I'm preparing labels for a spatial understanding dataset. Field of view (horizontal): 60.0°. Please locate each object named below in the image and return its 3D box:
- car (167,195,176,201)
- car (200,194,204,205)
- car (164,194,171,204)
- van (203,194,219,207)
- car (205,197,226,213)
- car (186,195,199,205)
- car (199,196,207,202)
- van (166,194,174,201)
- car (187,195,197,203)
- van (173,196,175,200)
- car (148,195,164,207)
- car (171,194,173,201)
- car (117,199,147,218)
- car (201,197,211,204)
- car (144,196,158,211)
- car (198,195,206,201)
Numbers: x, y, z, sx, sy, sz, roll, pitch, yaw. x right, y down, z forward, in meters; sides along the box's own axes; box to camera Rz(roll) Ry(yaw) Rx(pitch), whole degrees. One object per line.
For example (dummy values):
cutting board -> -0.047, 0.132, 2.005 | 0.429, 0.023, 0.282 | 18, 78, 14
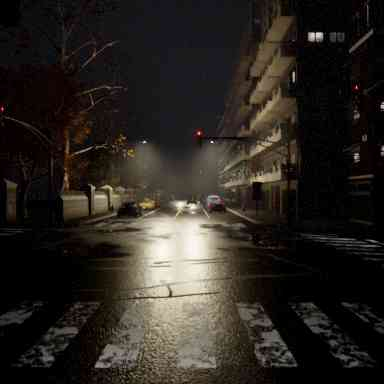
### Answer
car -> -5.690, 1.669, 92.757 | 2.008, 1.369, 4.403 | 0, 0, 0
car -> 2.692, 1.480, 53.347 | 1.967, 1.590, 4.097 | 0, 0, 0
car -> -5.689, 1.498, 64.608 | 1.967, 1.590, 4.097 | 0, 0, 0
van -> 2.693, 1.366, 42.087 | 1.690, 1.788, 3.998 | 0, 0, 0
car -> 2.692, 1.564, 36.456 | 1.887, 1.381, 4.507 | 0, 0, 0
car -> -0.001, 1.597, 59.542 | 2.033, 1.411, 5.357 | 0, 0, 0
car -> 2.690, 1.635, 81.497 | 1.887, 1.381, 4.507 | 0, 0, 0
van -> -5.690, 1.445, 87.127 | 1.690, 1.788, 3.998 | 0, 0, 0
car -> 0.000, 1.444, 69.961 | 1.837, 1.490, 4.892 | 0, 0, 0
van -> -5.690, 1.432, 81.498 | 1.690, 1.788, 3.998 | 0, 0, 0
car -> -5.688, 1.347, 47.717 | 2.192, 1.841, 5.009 | 0, 0, 0
car -> -5.689, 1.508, 70.237 | 1.967, 1.590, 4.097 | 0, 0, 0
car -> -5.688, 1.580, 30.825 | 1.947, 1.339, 4.313 | 0, 0, 0
car -> 2.691, 1.602, 64.607 | 1.887, 1.381, 4.507 | 0, 0, 0
car -> -5.688, 1.550, 41.917 | 1.752, 1.417, 4.829 | 0, 0, 0
car -> 2.690, 1.544, 87.127 | 1.967, 1.590, 4.097 | 0, 0, 0
